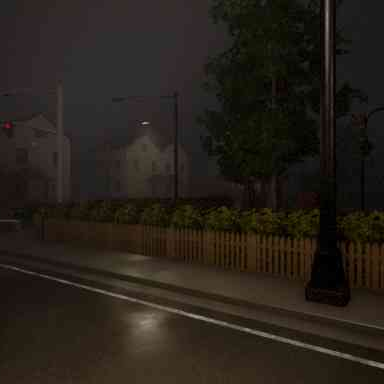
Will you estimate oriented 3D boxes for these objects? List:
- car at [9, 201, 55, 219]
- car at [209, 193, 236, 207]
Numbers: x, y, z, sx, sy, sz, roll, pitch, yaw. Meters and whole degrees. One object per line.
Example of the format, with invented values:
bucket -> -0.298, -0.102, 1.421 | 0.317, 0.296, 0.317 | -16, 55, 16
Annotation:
car -> -13.607, 1.526, 29.386 | 1.812, 1.442, 4.674 | 0, 0, 35
car -> 4.354, 1.221, 48.768 | 2.150, 2.045, 5.566 | 0, 0, 35
